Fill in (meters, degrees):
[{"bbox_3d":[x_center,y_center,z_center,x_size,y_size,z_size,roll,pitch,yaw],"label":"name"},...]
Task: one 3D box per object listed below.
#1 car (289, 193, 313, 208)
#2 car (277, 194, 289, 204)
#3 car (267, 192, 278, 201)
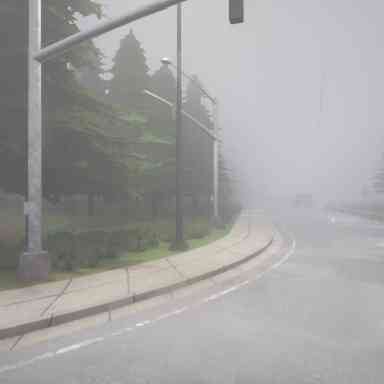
[{"bbox_3d":[15.693,1.216,47.456,2.150,2.045,5.566,0,-1,8],"label":"car"},{"bbox_3d":[17.781,1.352,62.277,2.097,1.767,4.553,0,0,8],"label":"car"},{"bbox_3d":[19.821,1.500,81.779,1.837,1.490,4.892,0,0,28],"label":"car"}]
